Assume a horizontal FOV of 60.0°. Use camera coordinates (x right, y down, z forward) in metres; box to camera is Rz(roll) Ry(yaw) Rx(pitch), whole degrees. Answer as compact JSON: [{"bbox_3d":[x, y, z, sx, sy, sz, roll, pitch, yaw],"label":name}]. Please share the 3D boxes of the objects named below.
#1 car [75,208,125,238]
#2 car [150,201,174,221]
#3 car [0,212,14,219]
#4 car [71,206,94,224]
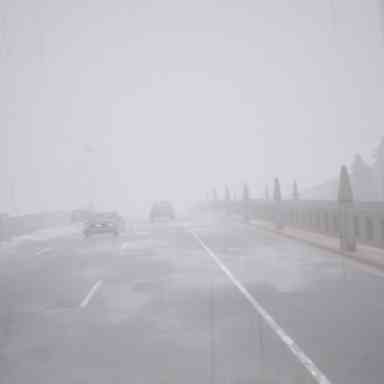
[{"bbox_3d":[-5.281,1.883,20.402,2.033,1.411,5.357,-3,0,-6],"label":"car"},{"bbox_3d":[-2.779,1.615,30.724,2.097,1.767,4.553,-3,0,-6],"label":"car"},{"bbox_3d":[-16.767,2.432,28.264,1.812,1.442,4.674,-3,0,-5],"label":"car"},{"bbox_3d":[-9.807,2.087,30.824,2.128,1.511,4.902,-3,0,-6],"label":"car"}]
